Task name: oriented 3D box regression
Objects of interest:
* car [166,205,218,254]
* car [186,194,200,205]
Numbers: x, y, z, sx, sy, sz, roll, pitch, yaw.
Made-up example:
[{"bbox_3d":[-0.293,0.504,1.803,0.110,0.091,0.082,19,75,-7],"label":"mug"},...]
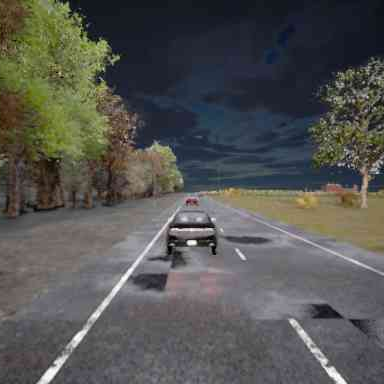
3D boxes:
[{"bbox_3d":[-0.002,1.492,13.563,2.128,1.511,4.902,0,0,0],"label":"car"},{"bbox_3d":[-0.017,1.472,56.009,1.882,1.535,5.008,0,0,0],"label":"car"}]
